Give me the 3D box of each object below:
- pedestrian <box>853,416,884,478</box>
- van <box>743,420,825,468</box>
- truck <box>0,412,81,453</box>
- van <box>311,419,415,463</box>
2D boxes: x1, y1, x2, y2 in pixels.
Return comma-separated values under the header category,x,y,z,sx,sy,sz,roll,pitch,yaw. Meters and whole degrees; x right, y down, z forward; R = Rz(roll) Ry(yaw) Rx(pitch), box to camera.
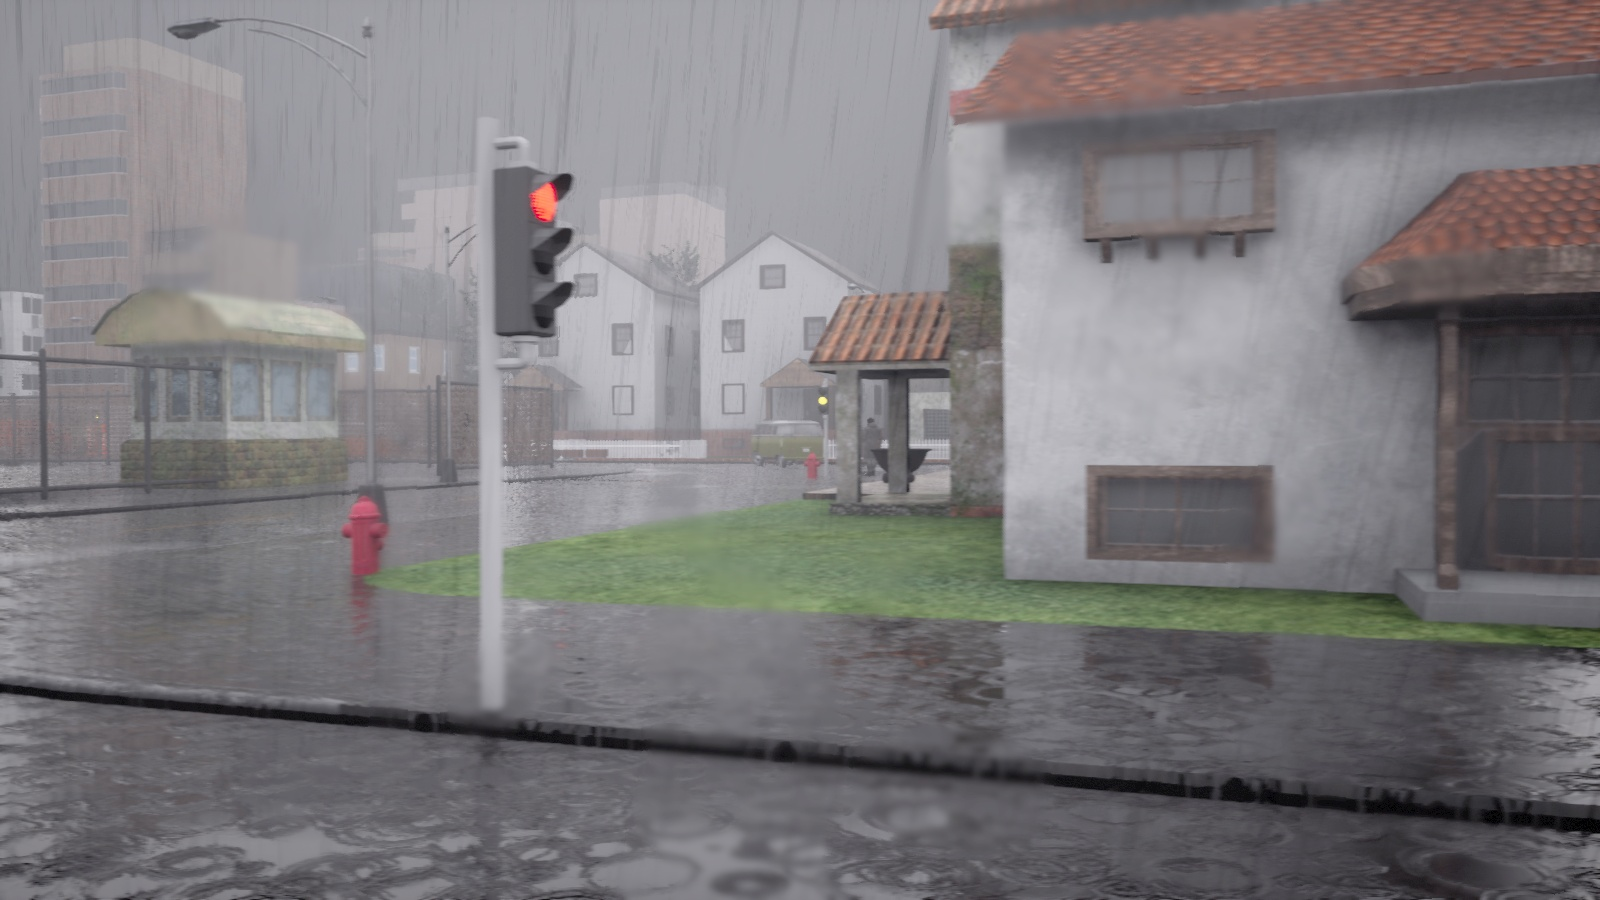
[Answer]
category,x,y,z,sx,sy,sz,roll,pitch,yaw
pedestrian,2.174,-0.096,39.719,0.659,1.952,0.873,0,1,-23
van,-0.753,-0.291,54.070,1.775,1.987,4.442,0,1,-26
truck,-48.493,-1.110,79.077,2.627,2.467,5.204,2,1,14
van,-20.318,-0.434,58.427,4.442,1.987,1.775,1,1,20
